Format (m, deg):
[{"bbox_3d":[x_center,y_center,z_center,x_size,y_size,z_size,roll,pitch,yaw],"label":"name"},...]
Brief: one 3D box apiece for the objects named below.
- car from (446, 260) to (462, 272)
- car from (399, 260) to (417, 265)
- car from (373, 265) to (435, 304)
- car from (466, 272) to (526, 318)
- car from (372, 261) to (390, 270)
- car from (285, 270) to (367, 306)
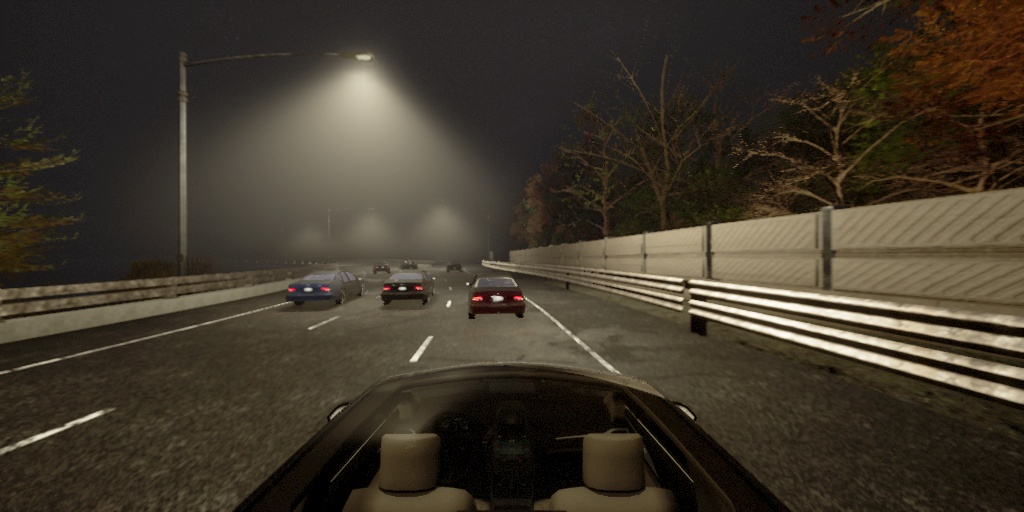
[{"bbox_3d":[-7.410,1.272,45.981,2.128,1.511,4.902,0,0,-11],"label":"car"},{"bbox_3d":[-13.421,1.294,46.417,2.128,1.511,4.902,0,0,-24],"label":"car"},{"bbox_3d":[-4.620,1.316,16.437,2.033,1.411,5.357,0,0,-8],"label":"car"},{"bbox_3d":[-0.679,1.301,13.047,2.033,1.411,5.357,0,0,-6],"label":"car"},{"bbox_3d":[-15.837,1.359,43.443,2.033,1.411,5.357,0,0,-23],"label":"car"},{"bbox_3d":[-8.110,1.328,16.134,2.033,1.411,5.357,0,0,-8],"label":"car"}]
